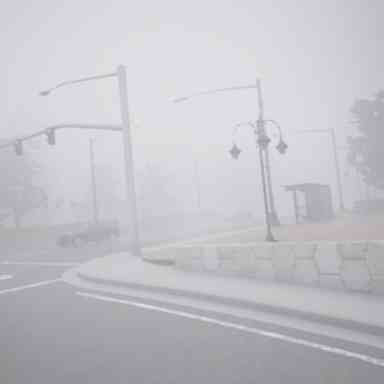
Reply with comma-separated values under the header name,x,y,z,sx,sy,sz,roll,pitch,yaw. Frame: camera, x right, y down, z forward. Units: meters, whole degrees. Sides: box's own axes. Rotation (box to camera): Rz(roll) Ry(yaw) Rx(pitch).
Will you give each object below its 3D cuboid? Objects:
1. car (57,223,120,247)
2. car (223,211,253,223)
name,x,y,z,sx,sy,sz,roll,pitch,yaw
car,-7.860,3.228,25.441,1.882,1.535,5.008,-8,-4,36
car,6.227,3.254,44.532,2.033,1.411,5.357,-8,-5,37
